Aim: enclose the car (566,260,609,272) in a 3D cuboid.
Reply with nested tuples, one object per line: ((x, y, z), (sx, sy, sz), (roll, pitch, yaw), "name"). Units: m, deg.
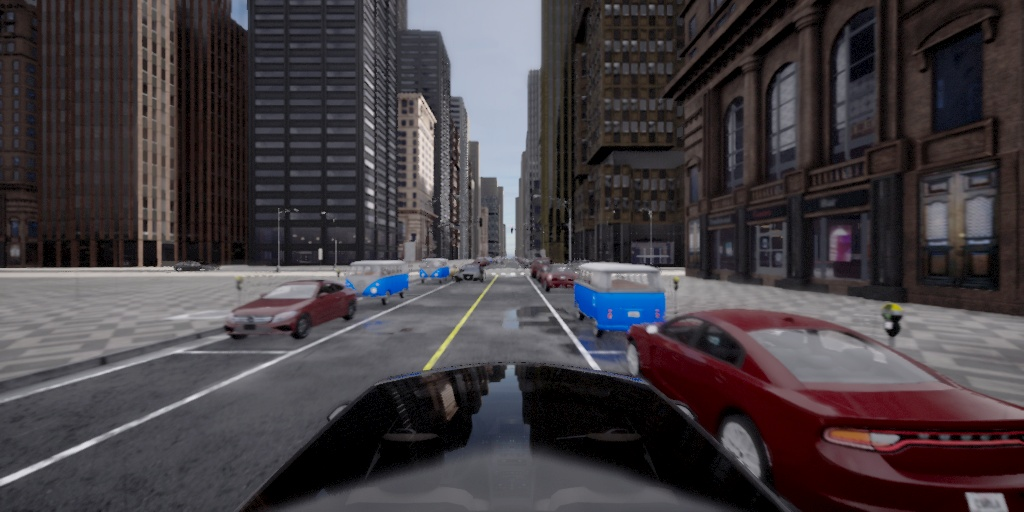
((9.396, 1.222, 44.744), (4.902, 1.511, 2.128), (0, 0, 0), "car")

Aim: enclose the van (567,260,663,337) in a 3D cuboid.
((2.761, 1.089, 9.992), (1.690, 1.789, 3.998), (0, 0, 0), "van")

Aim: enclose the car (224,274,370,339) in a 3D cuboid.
((-5.764, 1.331, 9.981), (1.802, 1.307, 4.207), (0, 0, 0), "car")

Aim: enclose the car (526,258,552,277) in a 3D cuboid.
((2.757, 1.063, 32.702), (2.192, 1.841, 5.009), (0, 0, 0), "car")

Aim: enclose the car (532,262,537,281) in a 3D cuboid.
((2.758, 1.330, 27.025), (1.802, 1.307, 4.207), (0, 0, 0), "car")

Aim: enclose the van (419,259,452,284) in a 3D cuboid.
((-5.767, 1.089, 27.014), (1.690, 1.789, 3.998), (0, 0, 0), "van")

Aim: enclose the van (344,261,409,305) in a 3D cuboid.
((-5.765, 1.089, 15.659), (1.690, 1.789, 3.998), (0, 0, 0), "van")

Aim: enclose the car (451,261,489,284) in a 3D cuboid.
((-3.080, 1.313, 27.294), (1.994, 1.385, 4.181), (0, 0, 0), "car")

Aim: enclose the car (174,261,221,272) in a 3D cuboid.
((-39.056, 1.379, 44.534), (4.892, 1.490, 1.837), (0, 0, 0), "car")

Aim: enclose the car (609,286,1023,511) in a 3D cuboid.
((2.762, 1.295, 4.315), (1.888, 1.381, 4.507), (0, 0, 0), "car")

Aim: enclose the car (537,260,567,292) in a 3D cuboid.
((2.759, 1.188, 21.347), (1.967, 1.591, 4.097), (0, 0, 0), "car")

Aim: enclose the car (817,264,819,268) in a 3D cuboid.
((43.114, 1.155, 47.927), (4.892, 1.490, 1.837), (0, 0, 0), "car")

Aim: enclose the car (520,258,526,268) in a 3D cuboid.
((2.753, 1.303, 59.676), (2.007, 1.370, 4.403), (0, 0, 0), "car")
